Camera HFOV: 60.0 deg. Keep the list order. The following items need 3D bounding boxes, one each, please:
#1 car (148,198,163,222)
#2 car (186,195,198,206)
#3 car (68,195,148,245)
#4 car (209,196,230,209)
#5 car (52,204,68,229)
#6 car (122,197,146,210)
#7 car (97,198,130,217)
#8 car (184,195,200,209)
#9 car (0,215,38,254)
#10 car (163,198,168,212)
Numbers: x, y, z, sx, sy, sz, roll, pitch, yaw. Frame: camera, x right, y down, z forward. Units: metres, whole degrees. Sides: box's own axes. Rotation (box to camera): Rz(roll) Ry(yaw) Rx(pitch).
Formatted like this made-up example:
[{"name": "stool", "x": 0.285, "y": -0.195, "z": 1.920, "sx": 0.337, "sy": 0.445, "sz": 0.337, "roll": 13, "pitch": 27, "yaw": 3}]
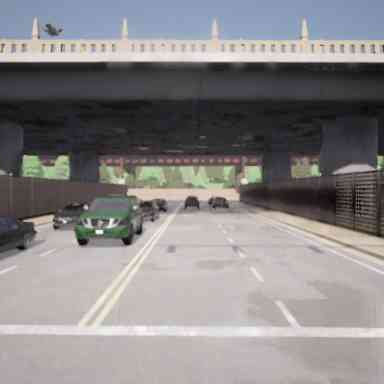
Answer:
[{"name": "car", "x": -3.575, "y": 1.384, "z": 25.285, "sx": 1.837, "sy": 1.490, "sz": 4.892, "roll": 0, "pitch": 0, "yaw": 0}, {"name": "car", "x": 0.004, "y": 1.233, "z": 51.212, "sx": 1.837, "sy": 1.490, "sz": 4.892, "roll": 0, "pitch": 0, "yaw": 0}, {"name": "car", "x": -3.590, "y": 1.159, "z": 15.471, "sx": 2.150, "sy": 2.045, "sz": 5.566, "roll": 0, "pitch": 0, "yaw": -1}, {"name": "car", "x": 3.504, "y": 1.315, "z": 41.226, "sx": 1.812, "sy": 1.442, "sz": 4.674, "roll": 0, "pitch": 0, "yaw": 0}, {"name": "car", "x": -7.088, "y": 1.408, "z": 20.912, "sx": 1.837, "sy": 1.490, "sz": 4.892, "roll": 0, "pitch": 0, "yaw": 0}, {"name": "car", "x": -7.043, "y": 1.331, "z": 41.030, "sx": 2.033, "sy": 1.411, "sz": 5.357, "roll": 0, "pitch": 0, "yaw": 1}, {"name": "car", "x": -7.084, "y": 1.352, "z": 30.377, "sx": 1.837, "sy": 1.490, "sz": 4.892, "roll": 0, "pitch": 0, "yaw": 0}, {"name": "car", "x": 0.004, "y": 1.294, "z": 40.851, "sx": 1.837, "sy": 1.490, "sz": 4.892, "roll": 0, "pitch": 0, "yaw": 0}, {"name": "car", "x": -7.115, "y": 1.508, "z": 11.292, "sx": 2.033, "sy": 1.411, "sz": 5.357, "roll": 0, "pitch": 0, "yaw": -3}, {"name": "car", "x": -3.581, "y": 1.365, "z": 35.740, "sx": 2.033, "sy": 1.411, "sz": 5.357, "roll": 0, "pitch": 0, "yaw": 0}]
